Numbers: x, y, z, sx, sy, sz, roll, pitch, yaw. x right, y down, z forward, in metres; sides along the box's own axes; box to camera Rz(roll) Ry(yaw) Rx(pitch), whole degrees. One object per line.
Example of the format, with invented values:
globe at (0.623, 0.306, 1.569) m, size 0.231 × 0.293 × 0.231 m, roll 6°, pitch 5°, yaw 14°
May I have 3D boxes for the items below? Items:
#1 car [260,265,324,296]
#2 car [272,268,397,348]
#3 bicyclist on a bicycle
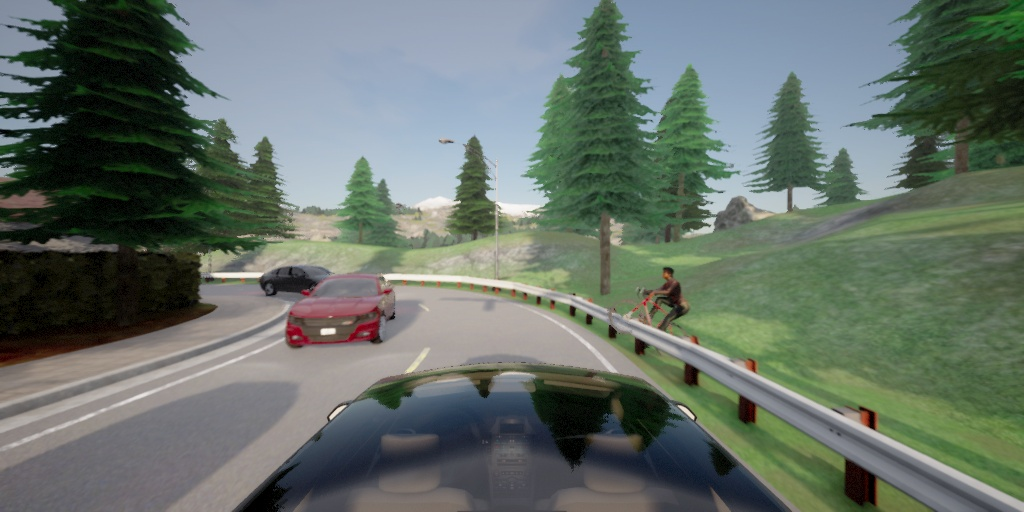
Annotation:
car at (-10.234, 1.212, 17.894) m, size 4.892 × 1.490 × 1.837 m, roll 0°, pitch 0°, yaw 19°
car at (-4.182, 1.204, 9.474) m, size 1.882 × 1.535 × 5.008 m, roll 0°, pitch 0°, yaw -13°
bicyclist on a bicycle at (2.895, 1.019, 7.058) m, size 1.656 × 1.620 × 0.582 m, roll 28°, pitch -3°, yaw 4°
